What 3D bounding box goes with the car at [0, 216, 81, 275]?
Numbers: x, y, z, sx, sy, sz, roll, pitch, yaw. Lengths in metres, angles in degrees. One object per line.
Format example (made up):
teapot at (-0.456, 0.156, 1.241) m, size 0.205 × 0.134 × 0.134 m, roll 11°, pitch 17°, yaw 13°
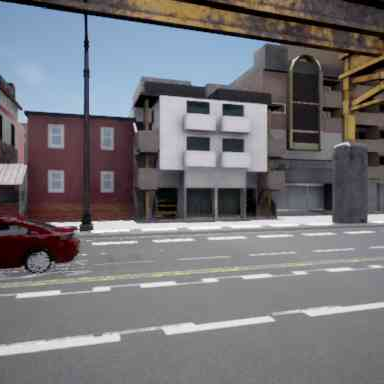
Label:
car at (-5.803, 1.472, 9.461) m, size 5.008 × 1.535 × 1.882 m, roll 0°, pitch 0°, yaw -17°
